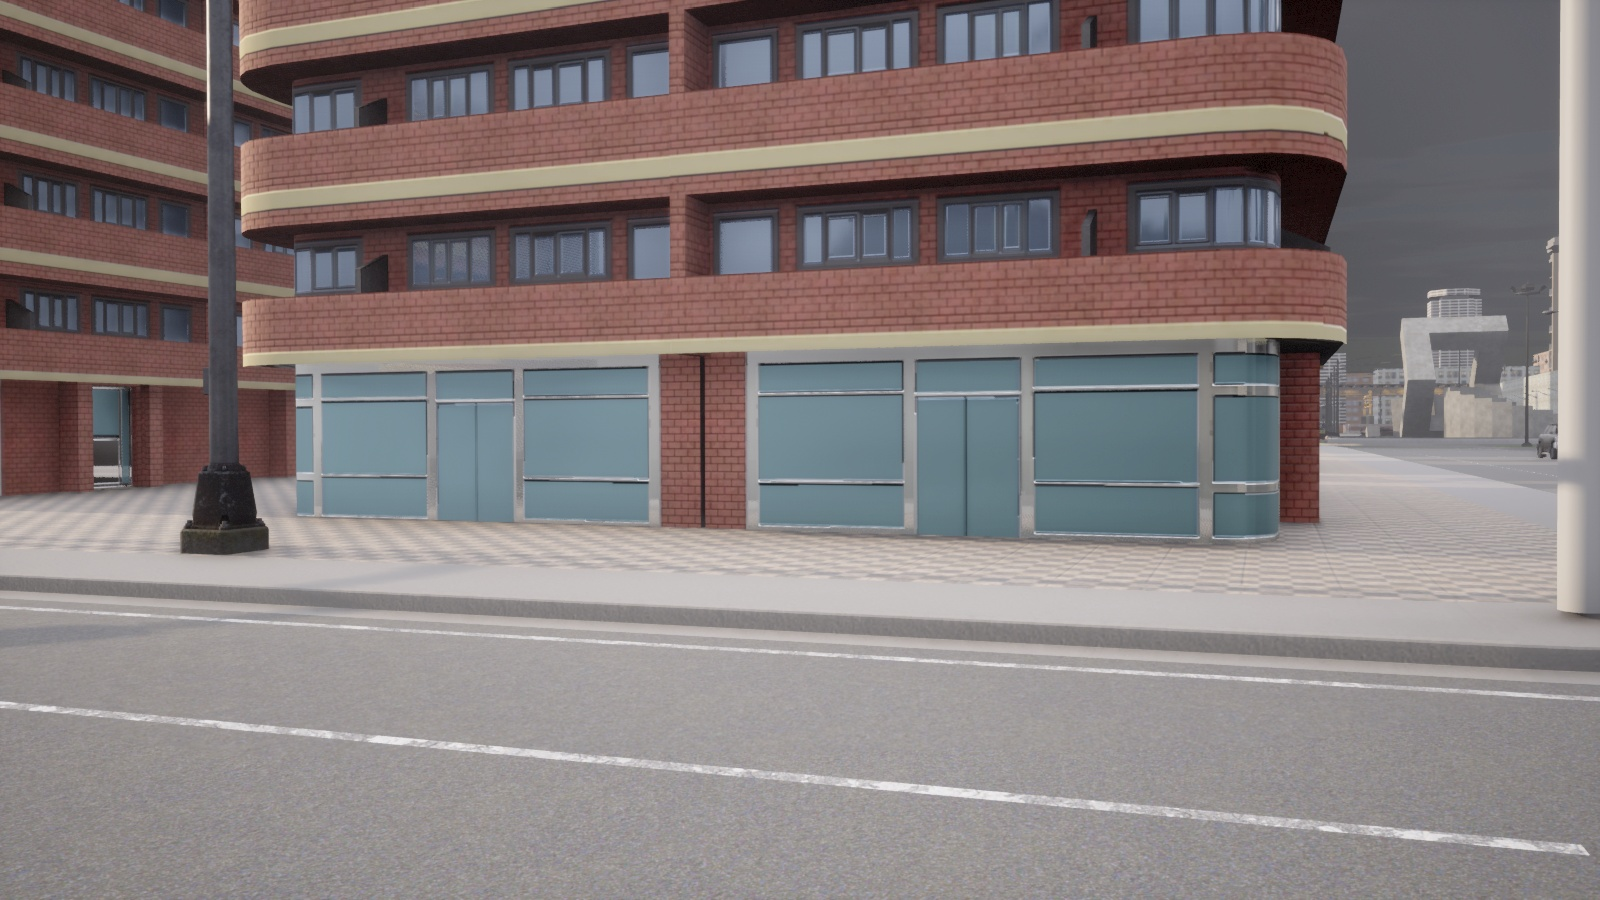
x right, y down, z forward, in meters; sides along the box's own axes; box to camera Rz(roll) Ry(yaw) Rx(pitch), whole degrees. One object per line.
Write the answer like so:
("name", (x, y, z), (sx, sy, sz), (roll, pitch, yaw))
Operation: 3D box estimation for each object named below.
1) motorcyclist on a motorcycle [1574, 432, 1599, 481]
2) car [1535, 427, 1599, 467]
("motorcyclist on a motorcycle", (26.776, 0.204, 42.246), (0.866, 1.590, 1.817), (1, 1, 20))
("car", (37.344, -0.194, 61.061), (1.932, 1.855, 4.605), (1, 1, 20))
